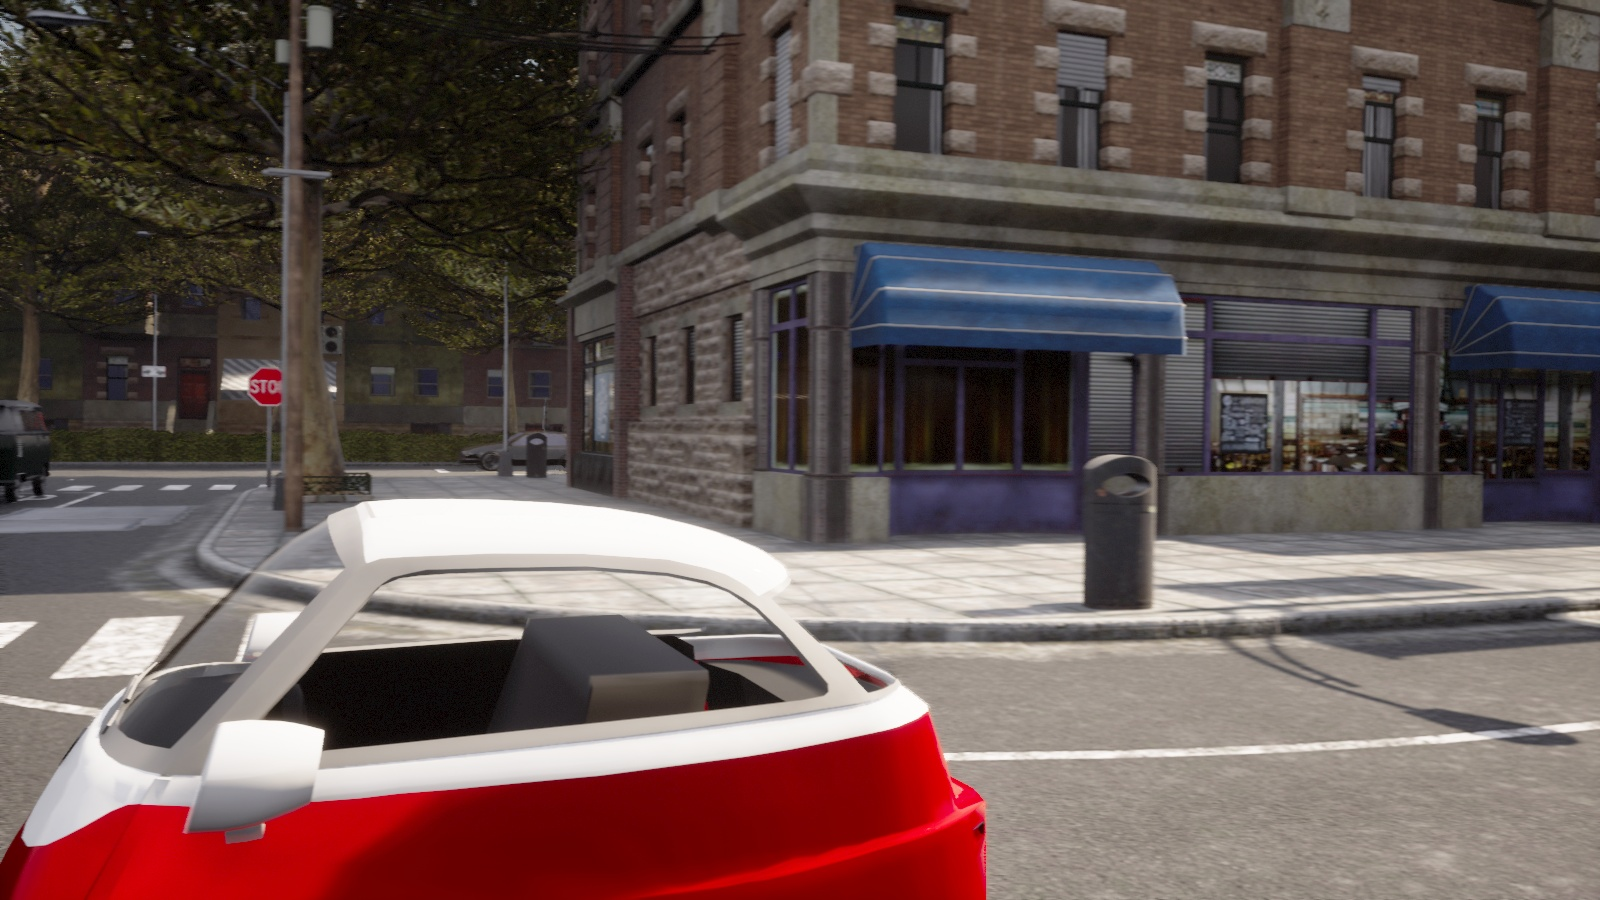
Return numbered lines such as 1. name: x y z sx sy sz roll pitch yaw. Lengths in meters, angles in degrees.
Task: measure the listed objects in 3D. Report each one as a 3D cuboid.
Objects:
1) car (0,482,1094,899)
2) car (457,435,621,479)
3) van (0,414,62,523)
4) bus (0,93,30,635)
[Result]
1. car: -0.666 0.812 2.987 2.207 1.376 1.481 -1 1 -21
2. car: -9.186 0.226 44.165 5.357 1.411 2.033 -1 1 -21
3. van: -16.052 0.320 24.876 1.775 1.987 4.442 -1 1 -22
4. bus: -10.684 -0.676 13.057 3.944 4.253 10.273 -1 1 -35
